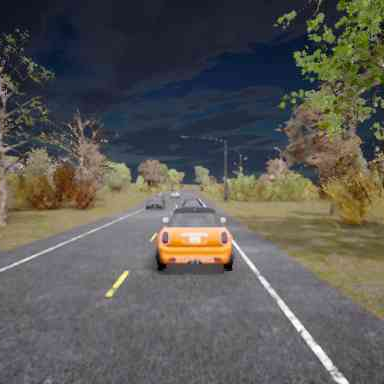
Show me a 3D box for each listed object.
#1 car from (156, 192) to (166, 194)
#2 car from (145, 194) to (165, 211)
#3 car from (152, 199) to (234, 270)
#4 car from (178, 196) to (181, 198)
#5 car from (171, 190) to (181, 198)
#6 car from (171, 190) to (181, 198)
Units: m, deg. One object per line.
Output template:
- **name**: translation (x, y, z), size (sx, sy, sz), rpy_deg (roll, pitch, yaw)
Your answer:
- **car**: translation (-7.223, 0.640, 77.331), size (2.128, 1.511, 4.902), rpy_deg (0, 1, -3)
- **car**: translation (-3.763, 1.213, 35.422), size (1.994, 1.385, 4.181), rpy_deg (0, 1, -1)
- **car**: translation (0.075, 1.247, 10.832), size (2.097, 1.767, 4.553), rpy_deg (0, 0, 0)
- **car**: translation (0.026, 1.294, 27.721), size (1.994, 1.385, 4.181), rpy_deg (0, 1, 0)
- **car**: translation (-3.617, 0.651, 72.052), size (1.895, 1.301, 4.718), rpy_deg (0, 1, -2)
- **car**: translation (-3.757, 0.394, 79.324), size (2.097, 1.767, 4.553), rpy_deg (0, 1, 0)
